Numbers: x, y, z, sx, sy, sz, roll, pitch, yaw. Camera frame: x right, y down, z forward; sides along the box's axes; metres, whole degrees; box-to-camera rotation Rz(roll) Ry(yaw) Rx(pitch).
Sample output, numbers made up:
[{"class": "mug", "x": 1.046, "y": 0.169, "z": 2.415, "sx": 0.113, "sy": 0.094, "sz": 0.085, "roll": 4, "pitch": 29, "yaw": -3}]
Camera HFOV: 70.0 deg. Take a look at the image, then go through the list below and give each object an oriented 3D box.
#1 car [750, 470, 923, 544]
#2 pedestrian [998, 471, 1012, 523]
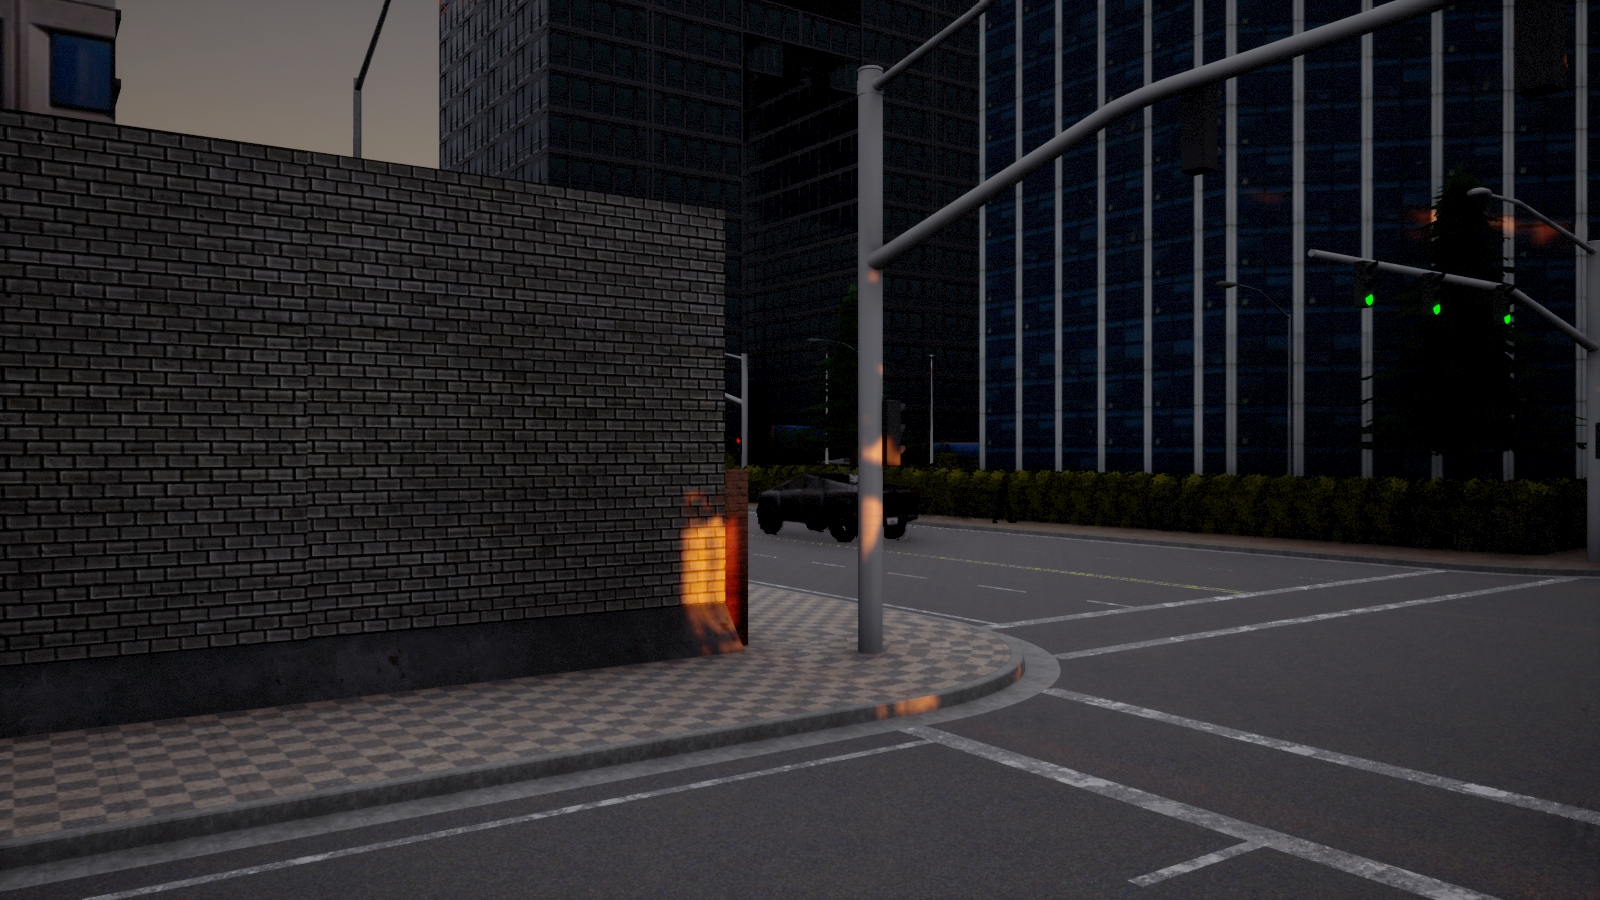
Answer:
[{"class": "car", "x": 1.044, "y": 1.753, "z": 37.228, "sx": 2.390, "sy": 2.098, "sz": 6.274, "roll": 0, "pitch": 0, "yaw": -35}, {"class": "pedestrian", "x": 7.425, "y": 1.698, "z": 41.374, "sx": 0.375, "sy": 1.860, "sz": 0.375, "roll": 0, "pitch": 0, "yaw": 37}]
